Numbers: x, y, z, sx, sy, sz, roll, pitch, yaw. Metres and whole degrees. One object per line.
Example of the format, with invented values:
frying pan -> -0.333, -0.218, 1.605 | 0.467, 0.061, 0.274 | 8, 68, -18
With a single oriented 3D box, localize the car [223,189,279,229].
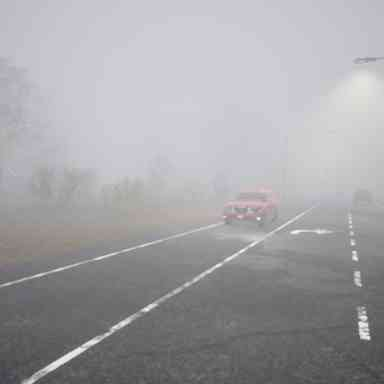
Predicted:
car -> 3.655, 0.883, 19.670 | 2.150, 2.045, 5.566 | 1, 1, 25

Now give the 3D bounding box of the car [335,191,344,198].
car -> 33.349, 0.542, 75.294 | 1.895, 1.301, 4.718 | 1, 1, 25

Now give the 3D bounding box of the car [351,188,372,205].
car -> 23.841, 0.646, 46.509 | 2.150, 2.045, 5.566 | 1, 1, 25
